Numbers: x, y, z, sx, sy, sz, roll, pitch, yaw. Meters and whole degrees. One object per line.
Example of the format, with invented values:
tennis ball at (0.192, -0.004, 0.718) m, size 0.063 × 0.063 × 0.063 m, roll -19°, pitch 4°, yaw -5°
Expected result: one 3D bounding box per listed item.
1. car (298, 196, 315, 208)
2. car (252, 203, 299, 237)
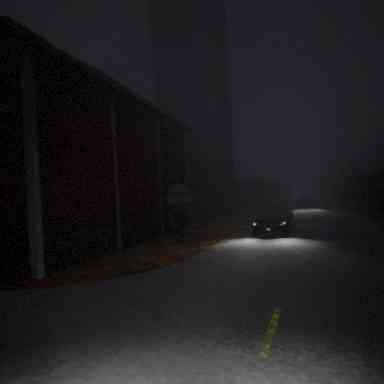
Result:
car at (14.089, 1.201, 40.966) m, size 1.895 × 1.301 × 4.718 m, roll -3°, pitch -1°, yaw 19°
car at (4.501, 1.484, 18.036) m, size 1.812 × 1.442 × 4.674 m, roll -4°, pitch -1°, yaw 22°
